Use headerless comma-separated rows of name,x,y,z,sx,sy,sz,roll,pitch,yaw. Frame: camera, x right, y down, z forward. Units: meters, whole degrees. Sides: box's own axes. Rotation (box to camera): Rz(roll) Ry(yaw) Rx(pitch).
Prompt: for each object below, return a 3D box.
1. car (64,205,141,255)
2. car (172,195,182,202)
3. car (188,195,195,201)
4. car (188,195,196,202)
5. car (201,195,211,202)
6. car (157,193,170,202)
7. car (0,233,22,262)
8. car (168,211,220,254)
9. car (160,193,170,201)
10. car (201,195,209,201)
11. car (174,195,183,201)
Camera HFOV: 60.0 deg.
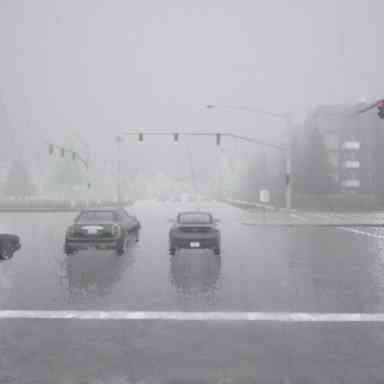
car,-3.400,1.375,13.500,2.097,1.767,4.553,0,0,0
car,-3.524,1.725,77.533,1.895,1.301,4.718,0,0,0
car,-0.028,1.568,87.506,1.837,1.490,4.892,0,0,0
car,-0.024,1.682,77.505,1.994,1.385,4.181,0,0,0
car,3.476,1.607,77.090,1.882,1.535,5.008,0,0,0
car,-7.024,1.654,77.085,2.128,1.511,4.902,0,0,0
car,-6.900,1.563,9.219,2.033,1.411,5.357,0,0,0
car,0.101,1.527,13.533,1.837,1.490,4.892,0,0,0
car,-7.028,1.293,87.533,2.150,2.045,5.566,0,0,0
car,3.472,1.593,87.508,1.812,1.442,4.674,0,0,0
car,-3.528,1.608,87.504,2.033,1.411,5.357,0,0,0
